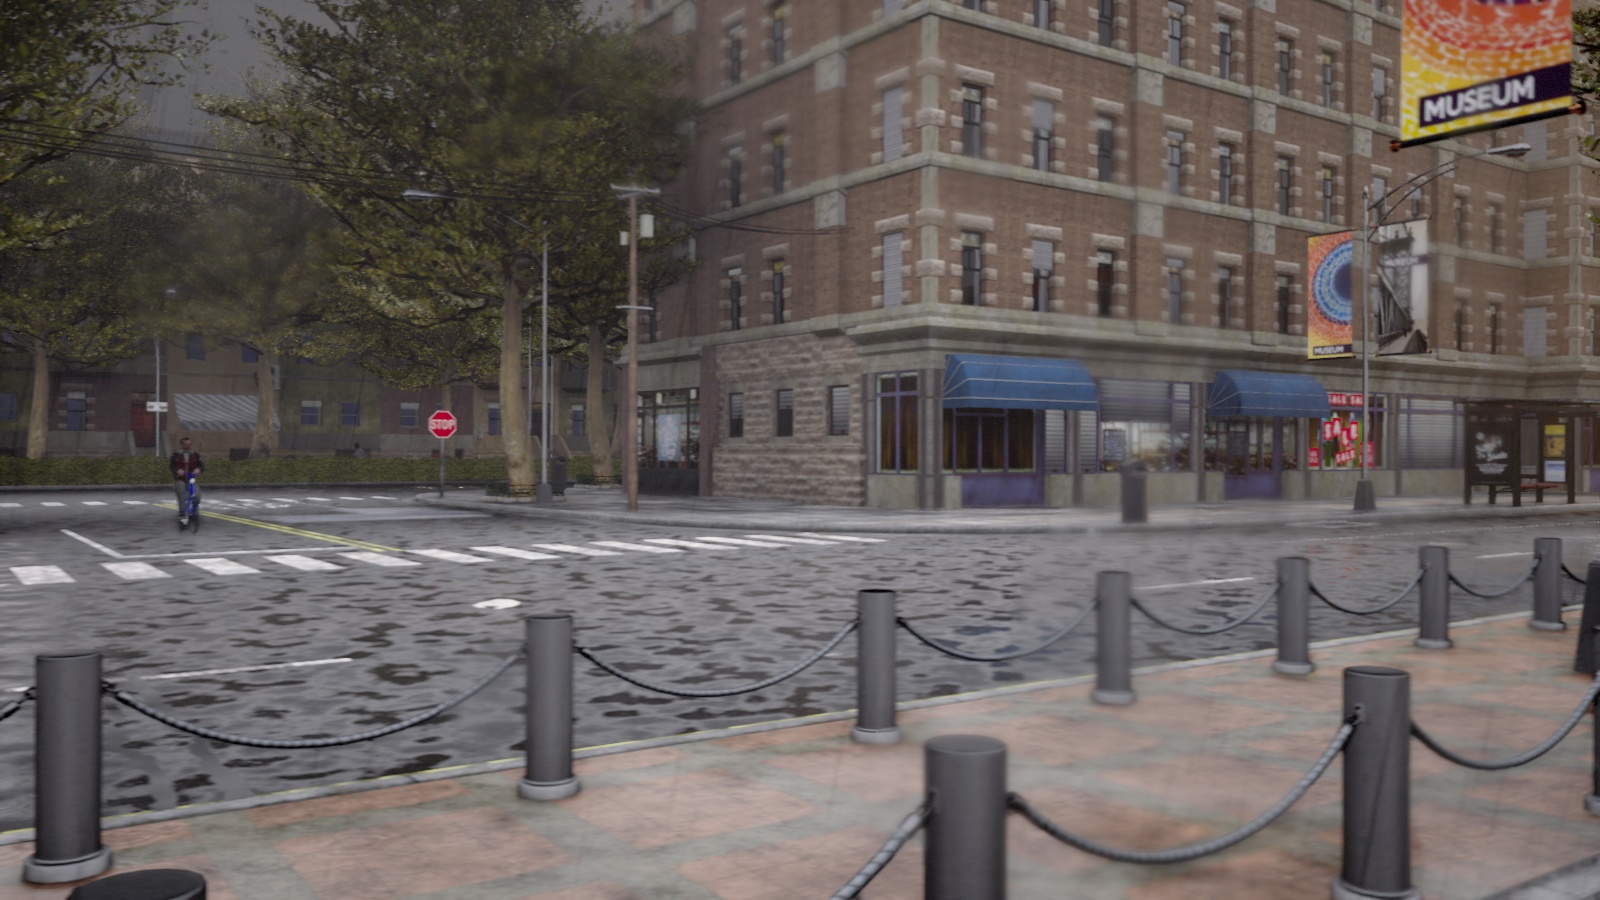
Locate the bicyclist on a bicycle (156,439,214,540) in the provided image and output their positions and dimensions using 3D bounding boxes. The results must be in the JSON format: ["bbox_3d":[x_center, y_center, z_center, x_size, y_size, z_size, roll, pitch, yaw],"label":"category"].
[{"bbox_3d":[-11.204,0.695,22.850,0.659,1.776,1.843,0,0,-36],"label":"bicyclist on a bicycle"}]
